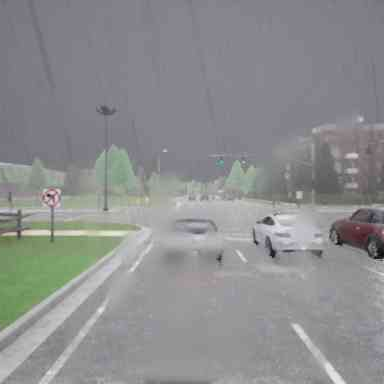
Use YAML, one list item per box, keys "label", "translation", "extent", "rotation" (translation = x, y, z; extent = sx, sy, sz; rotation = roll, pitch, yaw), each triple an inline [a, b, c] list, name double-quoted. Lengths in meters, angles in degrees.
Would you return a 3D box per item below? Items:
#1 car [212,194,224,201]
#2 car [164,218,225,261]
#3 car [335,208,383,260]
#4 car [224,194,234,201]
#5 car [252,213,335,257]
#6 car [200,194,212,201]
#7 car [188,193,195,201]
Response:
- label: "car"
  translation: [6.971, 1.757, 91.965]
  extent: [1.812, 1.442, 4.674]
  rotation: [0, 0, 0]
- label: "car"
  translation: [0.084, 1.633, 12.391]
  extent: [1.895, 1.301, 4.718]
  rotation: [0, 0, 0]
- label: "car"
  translation: [7.083, 1.385, 12.739]
  extent: [2.097, 1.767, 4.553]
  rotation: [0, 0, 0]
- label: "car"
  translation: [10.471, 1.828, 91.997]
  extent: [1.895, 1.301, 4.718]
  rotation: [0, 0, 0]
- label: "car"
  translation: [3.585, 1.559, 12.976]
  extent: [1.812, 1.442, 4.674]
  rotation: [0, 0, 0]
- label: "car"
  translation: [3.472, 1.457, 91.577]
  extent: [2.150, 2.045, 5.566]
  rotation: [0, 0, 0]
- label: "car"
  translation: [-0.028, 1.709, 91.545]
  extent: [1.882, 1.535, 5.008]
  rotation: [0, 0, 0]
